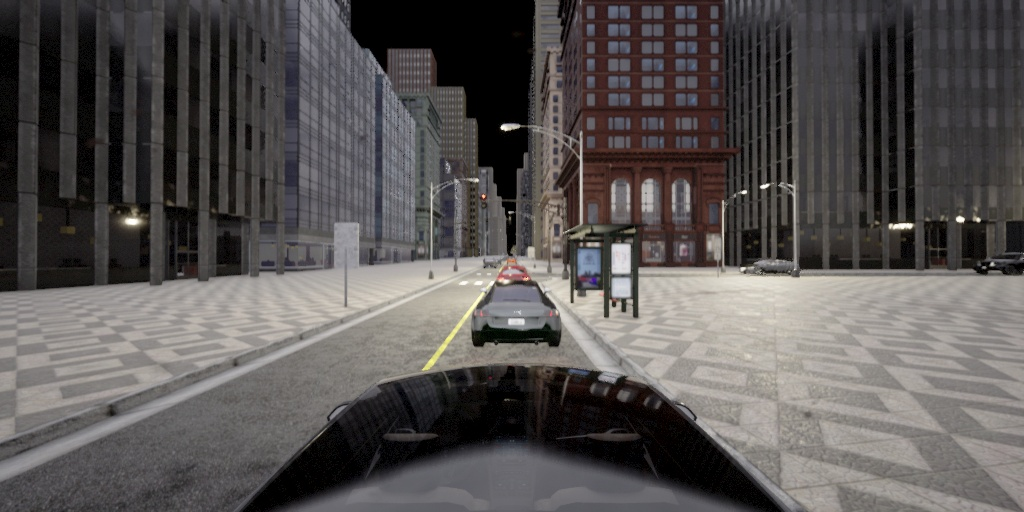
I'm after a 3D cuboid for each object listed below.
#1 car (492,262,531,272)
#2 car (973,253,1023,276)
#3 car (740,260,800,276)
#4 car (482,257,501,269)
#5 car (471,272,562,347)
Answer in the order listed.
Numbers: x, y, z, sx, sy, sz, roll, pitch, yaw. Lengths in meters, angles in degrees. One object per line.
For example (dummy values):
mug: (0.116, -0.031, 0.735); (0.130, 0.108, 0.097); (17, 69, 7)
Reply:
car: (0.110, 1.235, 19.104); (1.812, 1.442, 4.674); (0, 0, 1)
car: (46.412, 0.716, 33.138); (5.566, 2.045, 2.150); (0, 0, 0)
car: (23.823, 1.088, 33.232); (4.902, 1.511, 2.128); (0, 0, 0)
car: (-3.111, 1.131, 51.141); (2.033, 1.411, 5.357); (0, 0, 0)
car: (0.095, 1.299, 9.269); (1.994, 1.385, 4.181); (0, 0, 0)
